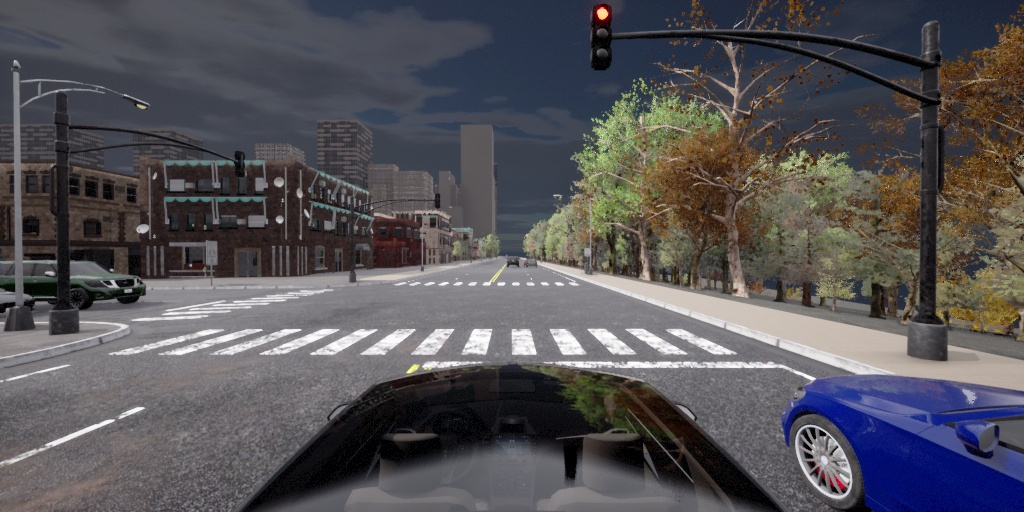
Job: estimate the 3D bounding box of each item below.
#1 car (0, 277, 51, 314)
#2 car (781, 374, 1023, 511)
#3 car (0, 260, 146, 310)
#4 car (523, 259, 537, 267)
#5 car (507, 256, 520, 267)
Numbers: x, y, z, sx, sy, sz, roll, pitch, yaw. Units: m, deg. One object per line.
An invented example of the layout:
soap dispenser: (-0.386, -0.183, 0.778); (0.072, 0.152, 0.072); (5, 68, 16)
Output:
car: (-19.926, 1.565, 12.773); (4.313, 1.339, 1.948); (0, 0, 0)
car: (3.346, 1.276, 1.331); (1.812, 1.442, 4.674); (0, 0, 2)
car: (-19.311, 1.186, 15.475); (5.566, 2.045, 2.150); (-1, 1, 0)
car: (3.472, 1.216, 63.875); (2.128, 1.511, 4.902); (0, 0, 0)
car: (0.219, 0.947, 63.715); (2.150, 2.045, 5.566); (0, 0, 1)
